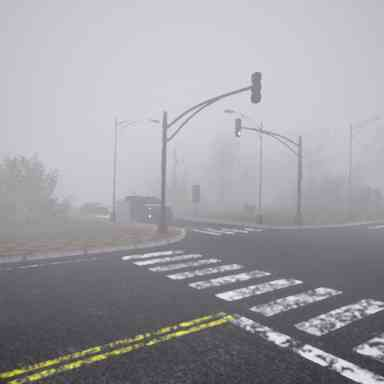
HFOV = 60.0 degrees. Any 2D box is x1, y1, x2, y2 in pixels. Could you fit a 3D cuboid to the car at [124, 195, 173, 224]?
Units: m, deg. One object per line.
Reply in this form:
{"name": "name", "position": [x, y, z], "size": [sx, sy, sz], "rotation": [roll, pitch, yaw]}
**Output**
{"name": "car", "position": [-3.606, 1.297, 25.818], "size": [2.150, 2.045, 5.566], "rotation": [2, -1, -35]}

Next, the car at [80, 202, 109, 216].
{"name": "car", "position": [-10.236, 1.702, 34.823], "size": [1.994, 1.385, 4.181], "rotation": [2, -1, -36]}

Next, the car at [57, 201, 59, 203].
{"name": "car", "position": [-22.264, 1.754, 52.516], "size": [1.882, 1.535, 5.008], "rotation": [2, -2, -33]}
